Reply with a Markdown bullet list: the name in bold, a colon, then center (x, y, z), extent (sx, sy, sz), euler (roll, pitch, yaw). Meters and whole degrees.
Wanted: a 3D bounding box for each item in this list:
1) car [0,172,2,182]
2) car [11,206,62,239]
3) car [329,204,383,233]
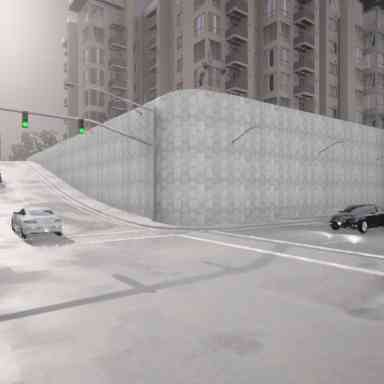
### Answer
- **car**: center (-23.311, -2.332, 38.413), extent (2.097, 1.767, 4.553), euler (0, 12, -36)
- **car**: center (-8.104, 1.452, 17.276), extent (1.812, 1.442, 4.674), euler (0, 2, -36)
- **car**: center (10.155, 1.505, 19.852), extent (4.892, 1.490, 1.837), euler (0, 0, -36)
